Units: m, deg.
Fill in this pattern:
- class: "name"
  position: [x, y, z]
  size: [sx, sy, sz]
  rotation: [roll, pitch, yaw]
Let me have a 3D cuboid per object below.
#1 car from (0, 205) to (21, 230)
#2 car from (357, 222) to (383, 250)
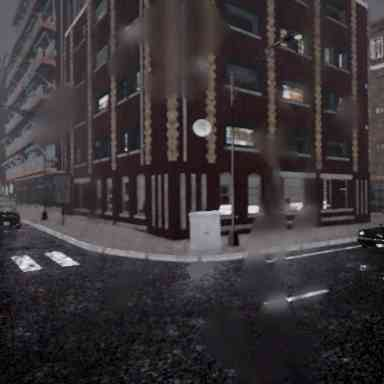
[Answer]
- class: "car"
  position: [-11.224, 1.451, 19.578]
  size: [2.008, 1.369, 4.403]
  rotation: [1, 0, -36]
- class: "car"
  position: [9.033, 1.764, 14.108]
  size: [4.718, 1.301, 1.895]
  rotation: [0, -1, -35]
